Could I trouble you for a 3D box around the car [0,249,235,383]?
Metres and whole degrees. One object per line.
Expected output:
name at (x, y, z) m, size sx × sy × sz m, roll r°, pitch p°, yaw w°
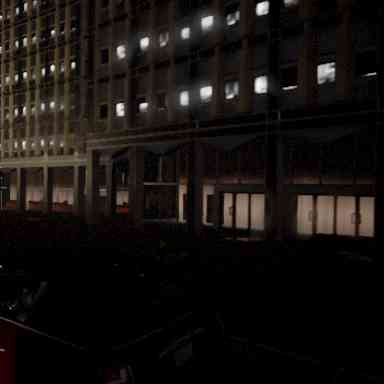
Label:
car at (-1.648, 1.440, 4.031) m, size 4.097 × 1.590 × 1.967 m, roll 0°, pitch 1°, yaw 36°
